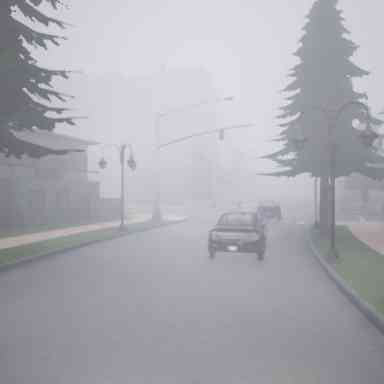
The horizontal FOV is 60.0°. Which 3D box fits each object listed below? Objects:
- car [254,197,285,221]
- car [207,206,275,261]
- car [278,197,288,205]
[{"bbox_3d":[6.201,1.478,27.615,1.882,1.535,5.008,1,0,8],"label":"car"},{"bbox_3d":[1.850,1.488,12.421,2.128,1.511,4.902,0,0,15],"label":"car"},{"bbox_3d":[15.396,1.543,57.947,1.812,1.442,4.674,0,0,23],"label":"car"}]
